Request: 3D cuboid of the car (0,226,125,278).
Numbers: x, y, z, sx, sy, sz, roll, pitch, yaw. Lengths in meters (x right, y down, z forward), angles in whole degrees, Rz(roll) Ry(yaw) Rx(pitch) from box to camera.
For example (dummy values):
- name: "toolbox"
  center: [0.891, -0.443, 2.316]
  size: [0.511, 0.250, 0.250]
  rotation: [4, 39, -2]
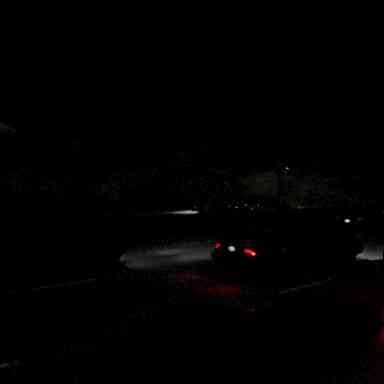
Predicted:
- name: "car"
  center: [-4.346, 1.602, 9.245]
  size: [4.718, 1.301, 1.895]
  rotation: [0, 0, -35]

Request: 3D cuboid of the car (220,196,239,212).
- name: "car"
  center: [6.426, 1.267, 38.559]
  size: [5.566, 2.045, 2.150]
  rotation: [1, -1, -35]

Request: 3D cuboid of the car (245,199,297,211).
- name: "car"
  center: [7.518, 1.622, 30.780]
  size: [4.718, 1.301, 1.895]
  rotation: [0, 0, -35]

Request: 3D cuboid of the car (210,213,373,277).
- name: "car"
  center: [3.097, 1.555, 10.246]
  size: [5.357, 1.411, 2.033]
  rotation: [0, 0, -35]

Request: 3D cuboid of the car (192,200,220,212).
- name: "car"
  center: [2.037, 1.589, 39.762]
  size: [4.181, 1.385, 1.994]
  rotation: [0, 0, -35]

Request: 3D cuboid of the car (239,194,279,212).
- name: "car"
  center: [7.594, 1.384, 35.108]
  size: [4.553, 1.767, 2.097]
  rotation: [0, 0, -35]

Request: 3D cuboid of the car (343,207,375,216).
- name: "car"
  center: [10.272, 1.582, 19.668]
  size: [4.181, 1.385, 1.994]
  rotation: [0, 0, -35]

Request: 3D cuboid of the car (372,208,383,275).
- name: "car"
  center: [7.002, 1.362, 8.739]
  size: [4.553, 1.767, 2.097]
  rotation: [0, 0, -35]
